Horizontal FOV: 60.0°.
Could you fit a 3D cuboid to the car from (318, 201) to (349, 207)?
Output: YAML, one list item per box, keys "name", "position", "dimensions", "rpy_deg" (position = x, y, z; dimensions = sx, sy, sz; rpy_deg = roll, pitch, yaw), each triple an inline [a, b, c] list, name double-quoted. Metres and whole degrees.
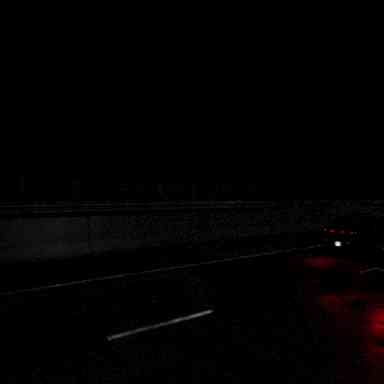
- name: "car"
  position: [16.544, 1.786, 37.289]
  dimensions: [4.674, 1.442, 1.812]
  rpy_deg: [1, 0, -36]

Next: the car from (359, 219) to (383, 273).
- name: "car"
  position: [6.713, 1.532, 8.565]
  dimensions: [4.902, 1.511, 2.128]
  rpy_deg: [0, 0, -35]

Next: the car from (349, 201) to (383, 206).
- name: "car"
  position: [18.826, 1.768, 34.629]
  dimensions: [4.892, 1.490, 1.837]
  rpy_deg: [1, 0, -35]

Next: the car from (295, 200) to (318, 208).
- name: "car"
  position: [14.477, 1.738, 40.124]
  dimensions: [5.008, 1.535, 1.882]
  rpy_deg: [1, 0, -35]

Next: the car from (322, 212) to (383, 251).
- name: "car"
  position: [7.123, 1.565, 13.142]
  dimensions: [4.892, 1.490, 1.837]
  rpy_deg: [0, 0, -35]
